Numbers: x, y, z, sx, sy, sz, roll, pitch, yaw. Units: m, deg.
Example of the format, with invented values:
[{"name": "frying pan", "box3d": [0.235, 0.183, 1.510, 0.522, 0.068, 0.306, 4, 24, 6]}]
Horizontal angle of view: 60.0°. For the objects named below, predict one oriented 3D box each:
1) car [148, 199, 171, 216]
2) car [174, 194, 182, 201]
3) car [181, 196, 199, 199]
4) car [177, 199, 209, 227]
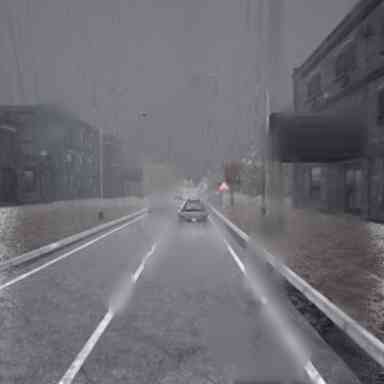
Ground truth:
[{"name": "car", "box3d": [-3.075, 1.449, 32.353, 1.837, 1.490, 4.892, 0, 0, 0]}, {"name": "car", "box3d": [-2.953, 1.242, 73.177, 2.033, 1.411, 5.357, 0, 0, 0]}, {"name": "car", "box3d": [0.124, 1.396, 40.830, 2.128, 1.511, 4.902, 0, 0, 0]}, {"name": "car", "box3d": [0.112, 1.465, 22.498, 2.128, 1.511, 4.902, 0, 0, 0]}]
